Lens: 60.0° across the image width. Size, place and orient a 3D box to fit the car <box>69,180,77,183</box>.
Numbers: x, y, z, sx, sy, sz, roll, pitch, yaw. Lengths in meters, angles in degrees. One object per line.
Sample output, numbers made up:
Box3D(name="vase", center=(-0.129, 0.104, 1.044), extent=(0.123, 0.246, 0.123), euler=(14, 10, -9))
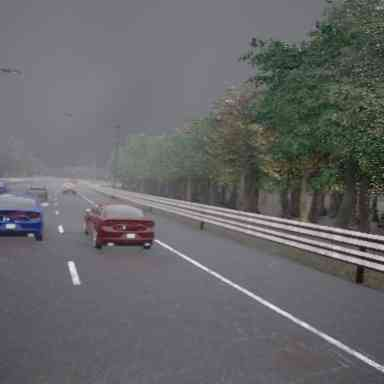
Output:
Box3D(name="car", center=(-22.406, -0.890, 60.390), extent=(1.882, 1.535, 5.008), euler=(4, 1, -21))

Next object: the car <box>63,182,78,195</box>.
Box3D(name="car", center=(-18.161, -0.322, 49.323), extent=(1.895, 1.301, 4.718), euler=(4, 1, -21))

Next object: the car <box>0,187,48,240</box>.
Box3D(name="car", center=(-6.638, 0.812, 12.673), extent=(1.882, 1.535, 5.008), euler=(4, 1, -24))

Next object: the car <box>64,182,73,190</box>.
Box3D(name="car", center=(-27.580, -1.427, 74.358), extent=(1.837, 1.490, 4.892), euler=(4, 1, -20))

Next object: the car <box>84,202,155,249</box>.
Box3D(name="car", center=(-2.868, 1.099, 12.533), extent=(1.882, 1.535, 5.008), euler=(4, 1, -24))

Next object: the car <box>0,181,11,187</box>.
Box3D(name="car", center=(-18.514, -0.285, 31.742), extent=(1.882, 1.535, 5.008), euler=(4, 1, -22))

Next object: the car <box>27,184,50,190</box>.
Box3D(name="car", center=(-14.931, -0.004, 32.229), extent=(2.128, 1.511, 4.902), euler=(4, 1, -22))
